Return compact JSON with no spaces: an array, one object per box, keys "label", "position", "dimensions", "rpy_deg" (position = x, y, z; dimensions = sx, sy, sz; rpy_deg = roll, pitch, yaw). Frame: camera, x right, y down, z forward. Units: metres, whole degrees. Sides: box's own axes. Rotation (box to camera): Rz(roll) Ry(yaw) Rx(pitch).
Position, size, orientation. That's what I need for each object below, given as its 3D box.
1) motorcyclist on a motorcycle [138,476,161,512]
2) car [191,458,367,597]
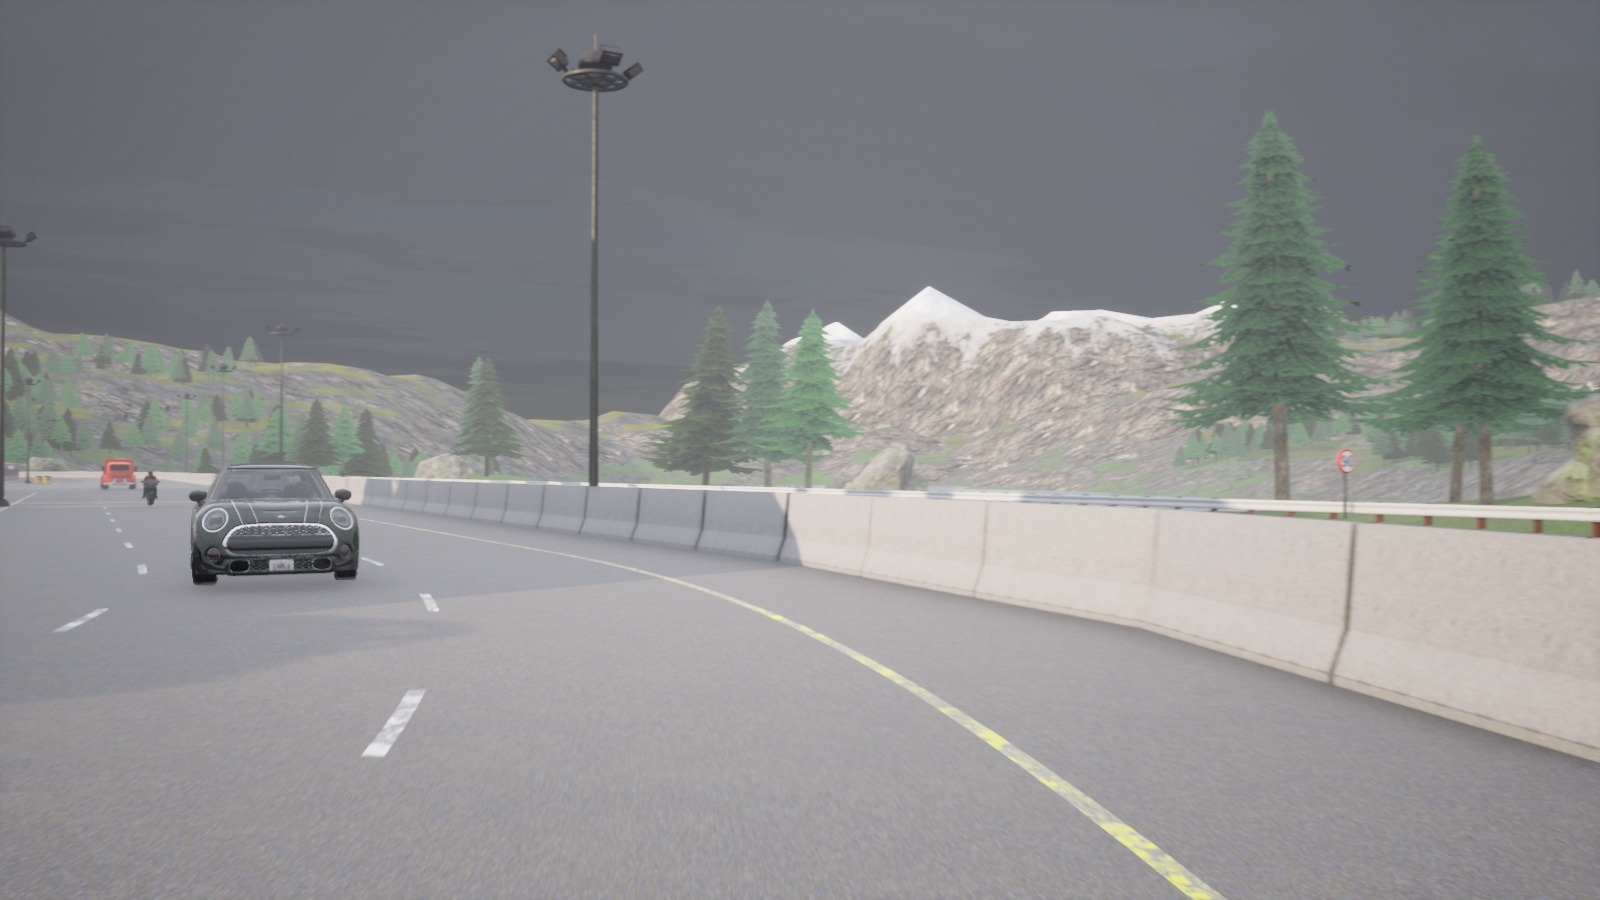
[{"label":"motorcyclist on a motorcycle","position":[-27.971,1.878,53.989],"dimensions":[0.797,1.523,2.044],"rpy_deg":[0,-1,-30]},{"label":"car","position":[-7.844,1.038,18.626],"dimensions":[2.097,1.767,4.553],"rpy_deg":[0,-1,-27]}]
